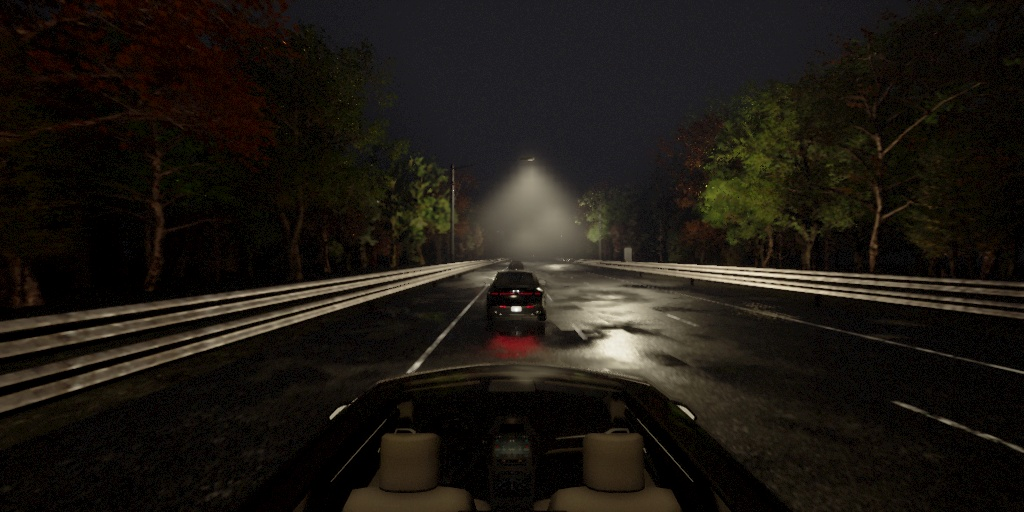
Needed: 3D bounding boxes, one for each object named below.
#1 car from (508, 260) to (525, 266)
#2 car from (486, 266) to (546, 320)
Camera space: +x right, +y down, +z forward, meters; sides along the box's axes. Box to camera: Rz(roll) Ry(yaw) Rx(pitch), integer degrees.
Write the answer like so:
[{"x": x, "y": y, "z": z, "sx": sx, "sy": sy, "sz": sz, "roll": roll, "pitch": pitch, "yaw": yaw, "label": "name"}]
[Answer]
[{"x": 0.521, "y": 1.245, "z": 43.182, "sx": 1.837, "sy": 1.490, "sz": 4.892, "roll": 0, "pitch": 0, "yaw": 1, "label": "car"}, {"x": 0.137, "y": 1.253, "z": 12.576, "sx": 1.837, "sy": 1.490, "sz": 4.892, "roll": 0, "pitch": 0, "yaw": 0, "label": "car"}]
